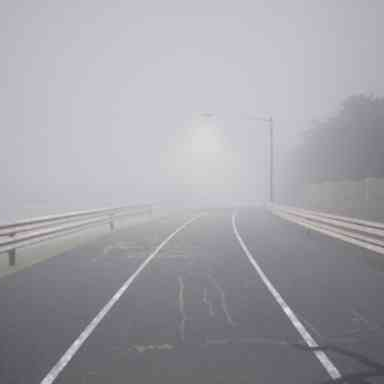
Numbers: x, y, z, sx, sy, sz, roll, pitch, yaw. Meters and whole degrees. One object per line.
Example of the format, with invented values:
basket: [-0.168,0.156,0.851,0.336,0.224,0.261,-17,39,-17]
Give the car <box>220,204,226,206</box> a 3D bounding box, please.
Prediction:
car: [7.586,3.116,90.840,4.181,1.385,1.994,2,-3,-38]

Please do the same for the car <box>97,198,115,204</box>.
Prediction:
car: [-19.819,2.212,75.811,4.553,1.767,2.097,1,-3,-21]
